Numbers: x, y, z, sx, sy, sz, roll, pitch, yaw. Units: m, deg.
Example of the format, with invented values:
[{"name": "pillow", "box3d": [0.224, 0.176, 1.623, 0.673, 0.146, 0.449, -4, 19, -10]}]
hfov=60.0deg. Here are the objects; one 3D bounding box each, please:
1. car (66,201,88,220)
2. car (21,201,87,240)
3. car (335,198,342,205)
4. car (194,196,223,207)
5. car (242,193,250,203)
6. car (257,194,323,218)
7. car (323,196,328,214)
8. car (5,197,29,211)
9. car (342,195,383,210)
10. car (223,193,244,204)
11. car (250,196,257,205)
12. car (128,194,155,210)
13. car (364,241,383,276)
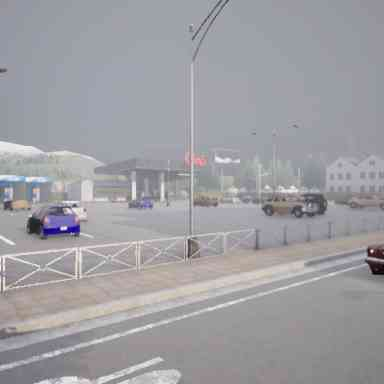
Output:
[{"name": "car", "box3d": [-8.995, 1.399, 23.876, 1.970, 1.475, 3.806, 0, 0, -38]}, {"name": "car", "box3d": [-6.814, 1.389, 16.182, 1.845, 1.501, 3.633, 0, 0, -38]}, {"name": "car", "box3d": [23.605, 1.295, 49.369, 2.007, 1.523, 4.514, 0, 0, -38]}, {"name": "car", "box3d": [1.700, 1.304, 45.986, 2.007, 1.523, 4.514, 0, 0, -38]}, {"name": "car", "box3d": [9.777, 1.077, 61.278, 1.905, 1.878, 3.866, 0, 0, -38]}, {"name": "car", "box3d": [7.972, 1.105, 27.441, 1.932, 1.855, 4.605, 0, 0, -38]}, {"name": "car", "box3d": [10.018, 1.083, 29.544, 1.905, 1.878, 3.866, 0, 0, -38]}, {"name": "car", "box3d": [-20.296, 1.346, 38.732, 2.152, 1.636, 5.027, 0, 0, -38]}, {"name": "car", "box3d": [20.140, 1.155, 37.371, 2.152, 1.636, 5.027, 0, 0, -38]}, {"name": "car", "box3d": [6.773, 1.363, 59.728, 1.970, 1.475, 3.806, 0, 0, -38]}, {"name": "car", "box3d": [11.990, 1.098, 53.043, 1.932, 1.855, 4.605, 0, 0, -38]}, {"name": "car", "box3d": [-6.231, 1.330, 39.907, 1.845, 1.501, 3.633, 0, 0, -38]}, {"name": "car", "box3d": [6.733, 1.597, 9.229, 4.718, 1.301, 1.895, 0, 0, -38]}]
